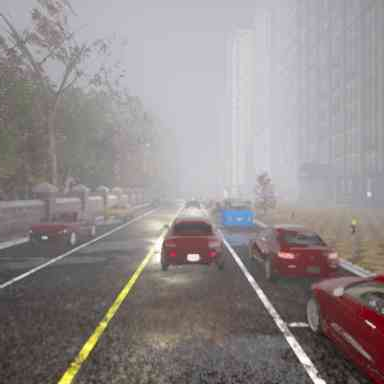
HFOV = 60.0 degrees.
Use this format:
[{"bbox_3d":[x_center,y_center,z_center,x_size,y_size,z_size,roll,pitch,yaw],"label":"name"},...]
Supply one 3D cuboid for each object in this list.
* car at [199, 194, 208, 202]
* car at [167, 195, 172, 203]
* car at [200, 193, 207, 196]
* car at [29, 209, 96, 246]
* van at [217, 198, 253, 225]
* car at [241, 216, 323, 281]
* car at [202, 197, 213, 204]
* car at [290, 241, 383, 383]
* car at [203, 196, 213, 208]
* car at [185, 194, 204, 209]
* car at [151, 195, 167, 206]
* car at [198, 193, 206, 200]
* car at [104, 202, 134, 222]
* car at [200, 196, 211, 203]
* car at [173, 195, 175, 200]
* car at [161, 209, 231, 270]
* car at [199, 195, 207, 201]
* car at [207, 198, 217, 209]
[{"bbox_3d":[2.727,1.355,77.030,1.967,1.590,4.097,0,0,0],"label":"car"},{"bbox_3d":[-5.659,1.354,65.769,1.967,1.590,4.097,0,0,0],"label":"car"},{"bbox_3d":[2.717,1.359,54.502,1.967,1.590,4.097,0,0,0],"label":"car"},{"bbox_3d":[-5.682,1.515,15.080,1.887,1.381,4.507,0,0,0],"label":"car"},{"bbox_3d":[2.702,1.302,20.709,1.690,1.788,3.998,0,0,0],"label":"van"},{"bbox_3d":[2.696,1.563,9.444,1.802,1.307,4.206,0,0,0],"label":"car"},{"bbox_3d":[2.718,1.497,60.134,1.802,1.307,4.206,0,0,0],"label":"car"},{"bbox_3d":[2.694,1.574,3.812,1.802,1.307,4.206,0,0,0],"label":"car"},{"bbox_3d":[2.712,1.514,43.238,1.802,1.307,4.206,0,0,0],"label":"car"},{"bbox_3d":[0.122,1.422,44.344,2.128,1.511,4.902,0,0,0],"label":"car"},{"bbox_3d":[-5.663,1.485,54.506,1.947,1.339,4.313,0,0,0],"label":"car"},{"bbox_3d":[2.735,1.234,93.928,2.192,1.841,5.009,0,0,0],"label":"car"},{"bbox_3d":[-5.677,1.478,26.175,1.752,1.417,4.829,0,0,0],"label":"car"},{"bbox_3d":[2.721,1.465,65.766,2.008,1.369,4.403,0,0,0],"label":"car"},{"bbox_3d":[-5.654,1.355,77.034,1.967,1.590,4.097,0,0,0],"label":"car"},{"bbox_3d":[0.027,1.503,10.853,1.812,1.442,4.674,0,0,0],"label":"car"},{"bbox_3d":[2.729,1.442,82.832,1.752,1.417,4.829,0,0,0],"label":"car"},{"bbox_3d":[2.706,1.528,31.973,1.802,1.307,4.206,0,0,0],"label":"car"}]
